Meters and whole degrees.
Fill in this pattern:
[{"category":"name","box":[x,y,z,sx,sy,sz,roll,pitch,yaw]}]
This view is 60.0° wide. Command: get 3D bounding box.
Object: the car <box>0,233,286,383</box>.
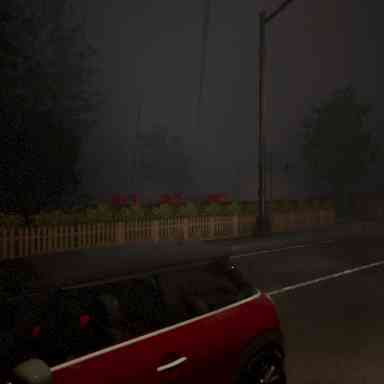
[{"category":"car","box":[-1.202,1.352,2.901,4.553,1.767,2.097,0,0,-40]}]
